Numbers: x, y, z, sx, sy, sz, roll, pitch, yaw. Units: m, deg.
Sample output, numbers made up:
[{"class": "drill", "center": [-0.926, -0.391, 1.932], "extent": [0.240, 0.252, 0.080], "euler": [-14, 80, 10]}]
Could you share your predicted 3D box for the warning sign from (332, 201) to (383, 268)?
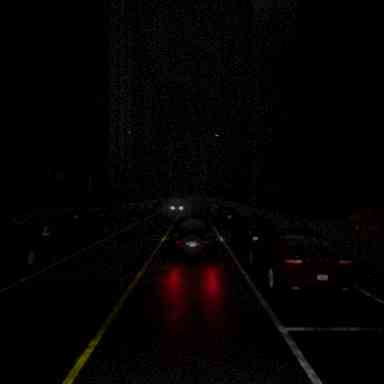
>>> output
[{"class": "warning sign", "center": [5.071, 1.219, 9.904], "extent": [1.300, 1.860, 1.060], "euler": [-1, -1, 0]}]

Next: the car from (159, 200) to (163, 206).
[{"class": "car", "center": [-5.790, 2.033, 48.438], "extent": [1.887, 1.381, 4.507], "euler": [1, -1, 0]}]

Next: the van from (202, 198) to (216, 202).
[{"class": "van", "center": [2.737, 1.828, 48.433], "extent": [1.690, 1.788, 3.998], "euler": [1, -1, 0]}]

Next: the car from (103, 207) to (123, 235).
[{"class": "car", "center": [-5.825, 1.776, 20.317], "extent": [1.947, 1.339, 4.313], "euler": [1, -1, 0]}]

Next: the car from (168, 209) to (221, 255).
[{"class": "car", "center": [0.037, 1.670, 13.893], "extent": [1.812, 1.442, 4.674], "euler": [0, 0, 0]}]

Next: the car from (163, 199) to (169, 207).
[{"class": "car", "center": [-5.769, 2.189, 65.311], "extent": [1.887, 1.381, 4.507], "euler": [1, -1, 0]}]

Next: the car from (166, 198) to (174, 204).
[{"class": "car", "center": [-5.742, 2.366, 87.638], "extent": [1.752, 1.417, 4.829], "euler": [1, 0, 0]}]

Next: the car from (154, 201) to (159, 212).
[{"class": "car", "center": [-5.796, 1.874, 42.815], "extent": [1.967, 1.590, 4.097], "euler": [1, -1, 0]}]

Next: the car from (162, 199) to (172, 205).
[{"class": "car", "center": [-5.755, 2.295, 76.559], "extent": [2.008, 1.369, 4.403], "euler": [1, -1, 0]}]

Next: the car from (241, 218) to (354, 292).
[{"class": "car", "center": [2.687, 1.640, 9.060], "extent": [1.887, 1.381, 4.507], "euler": [1, -1, 0]}]

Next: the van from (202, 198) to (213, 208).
[{"class": "van", "center": [2.751, 1.933, 59.683], "extent": [1.690, 1.788, 3.998], "euler": [1, -1, 0]}]

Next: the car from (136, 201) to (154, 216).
[{"class": "car", "center": [-5.805, 1.924, 37.190], "extent": [1.887, 1.381, 4.507], "euler": [1, -1, 0]}]

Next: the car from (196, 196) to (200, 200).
[{"class": "car", "center": [2.784, 2.386, 87.802], "extent": [1.887, 1.381, 4.507], "euler": [1, 0, 0]}]

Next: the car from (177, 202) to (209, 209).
[{"class": "car", "center": [0.041, 1.831, 27.526], "extent": [2.033, 1.411, 5.357], "euler": [0, -1, 0]}]

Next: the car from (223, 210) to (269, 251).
[{"class": "car", "center": [2.693, 1.718, 14.685], "extent": [1.947, 1.339, 4.313], "euler": [1, -1, 0]}]

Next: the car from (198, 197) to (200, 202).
[{"class": "car", "center": [2.756, 2.194, 65.305], "extent": [2.008, 1.369, 4.403], "euler": [1, -1, 0]}]

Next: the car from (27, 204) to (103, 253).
[{"class": "car", "center": [-5.830, 1.468, 14.695], "extent": [2.192, 1.841, 5.009], "euler": [1, -1, 0]}]

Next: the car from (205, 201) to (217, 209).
[{"class": "car", "center": [2.721, 1.961, 37.182], "extent": [1.802, 1.307, 4.206], "euler": [1, -1, 0]}]

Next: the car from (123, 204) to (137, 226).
[{"class": "car", "center": [-5.818, 1.833, 25.940], "extent": [1.947, 1.339, 4.313], "euler": [1, -1, 0]}]

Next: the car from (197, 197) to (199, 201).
[{"class": "car", "center": [2.770, 2.295, 76.554], "extent": [2.008, 1.369, 4.403], "euler": [1, 0, 0]}]

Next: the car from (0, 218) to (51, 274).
[{"class": "car", "center": [-5.839, 1.640, 9.069], "extent": [1.887, 1.381, 4.507], "euler": [1, -1, 0]}]

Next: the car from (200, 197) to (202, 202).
[{"class": "car", "center": [2.743, 1.981, 54.057], "extent": [1.967, 1.590, 4.097], "euler": [1, -1, 0]}]

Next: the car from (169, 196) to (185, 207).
[{"class": "car", "center": [-2.937, 2.119, 64.992], "extent": [1.882, 1.535, 5.008], "euler": [0, 0, 1]}]

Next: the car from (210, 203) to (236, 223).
[{"class": "car", "center": [2.707, 1.833, 25.933], "extent": [1.947, 1.339, 4.313], "euler": [1, -1, 0]}]
